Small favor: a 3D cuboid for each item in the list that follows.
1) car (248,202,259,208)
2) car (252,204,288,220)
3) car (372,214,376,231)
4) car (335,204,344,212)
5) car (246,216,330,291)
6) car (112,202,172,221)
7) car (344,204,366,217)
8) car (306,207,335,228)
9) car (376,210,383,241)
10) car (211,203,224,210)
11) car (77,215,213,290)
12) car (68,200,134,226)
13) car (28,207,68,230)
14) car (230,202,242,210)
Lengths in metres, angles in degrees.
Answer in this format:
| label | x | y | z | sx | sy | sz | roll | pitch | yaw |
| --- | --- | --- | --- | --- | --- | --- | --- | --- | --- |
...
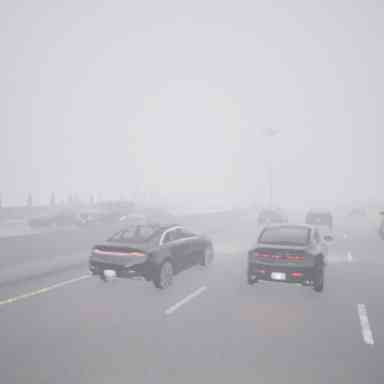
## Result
| label | x | y | z | sx | sy | sz | roll | pitch | yaw |
| --- | --- | --- | --- | --- | --- | --- | --- | --- | --- |
| car | 11.373 | 2.591 | 60.564 | 1.837 | 1.490 | 4.892 | 0 | -1 | 13 |
| car | 6.686 | 1.978 | 27.258 | 2.128 | 1.511 | 4.902 | 0 | -1 | 23 |
| car | 12.669 | 1.860 | 21.067 | 1.882 | 1.535 | 5.008 | 0 | -1 | 23 |
| car | 24.195 | 2.535 | 53.401 | 1.994 | 1.385 | 4.181 | 0 | -1 | 13 |
| car | 2.898 | 1.674 | 9.680 | 1.837 | 1.490 | 4.892 | 0 | -1 | 23 |
| car | -3.059 | 1.750 | 22.871 | 2.097 | 1.767 | 4.553 | 0 | -1 | 23 |
| car | 19.668 | 2.252 | 39.965 | 1.812 | 1.442 | 4.674 | 0 | -1 | 22 |
| car | 10.122 | 1.952 | 26.390 | 1.882 | 1.535 | 5.008 | 0 | -1 | 23 |
| car | 10.300 | 1.506 | 15.593 | 2.150 | 2.045 | 5.566 | 0 | -1 | 23 |
| car | 4.825 | 2.691 | 63.256 | 1.994 | 1.385 | 4.181 | 0 | -1 | 13 |
| car | -0.889 | 1.658 | 9.746 | 2.128 | 1.511 | 4.902 | 0 | -1 | 23 |
| car | -6.125 | 1.648 | 24.597 | 2.150 | 2.045 | 5.566 | 0 | -1 | 23 |
| car | -9.803 | 1.906 | 24.905 | 1.882 | 1.535 | 5.008 | 0 | -1 | 23 |
| car | 8.354 | 2.621 | 62.990 | 2.128 | 1.511 | 4.902 | 0 | -1 | 13 |
